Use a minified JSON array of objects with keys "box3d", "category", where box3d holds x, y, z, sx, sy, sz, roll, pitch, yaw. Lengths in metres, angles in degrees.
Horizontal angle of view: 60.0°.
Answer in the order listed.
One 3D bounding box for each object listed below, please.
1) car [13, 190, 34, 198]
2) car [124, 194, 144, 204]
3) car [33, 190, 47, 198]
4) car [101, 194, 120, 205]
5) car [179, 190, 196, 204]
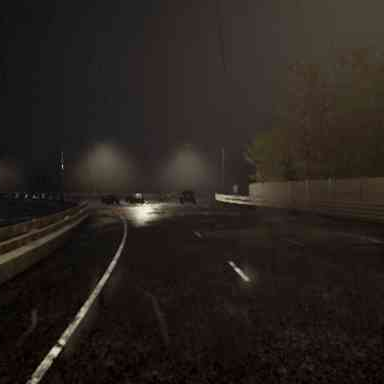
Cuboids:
[{"box3d":[-42.259,0.835,83.353,4.181,1.385,1.994,0,1,35],"category":"car"},{"box3d":[-8.386,1.003,48.106,2.128,1.511,4.902,0,1,-27],"category":"car"},{"box3d":[-40.261,0.801,86.234,4.181,1.385,1.994,0,1,35],"category":"car"},{"box3d":[-11.360,1.058,46.206,1.837,1.490,4.892,0,1,-26],"category":"car"},{"box3d":[-0.641,0.696,48.609,2.150,2.045,5.566,-1,1,-3],"category":"car"}]
